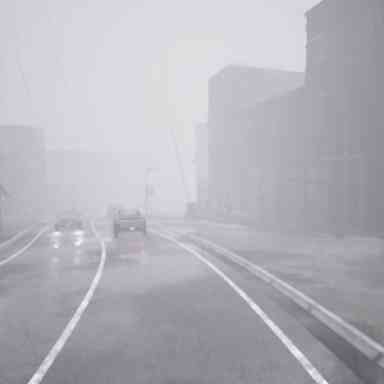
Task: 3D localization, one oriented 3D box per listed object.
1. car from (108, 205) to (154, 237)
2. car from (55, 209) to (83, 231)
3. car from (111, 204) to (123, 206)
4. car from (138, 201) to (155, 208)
[{"bbox_3d":[-4.007,1.823,20.485,2.128,1.511,4.902,-1,-1,-18],"label":"car"},{"bbox_3d":[-9.267,2.053,25.183,1.812,1.442,4.674,-1,-1,-17],"label":"car"},{"bbox_3d":[-9.062,2.211,40.259,2.128,1.511,4.902,-1,-1,-8],"label":"car"},{"bbox_3d":[-9.158,2.605,66.093,1.837,1.490,4.892,1,0,22],"label":"car"}]
